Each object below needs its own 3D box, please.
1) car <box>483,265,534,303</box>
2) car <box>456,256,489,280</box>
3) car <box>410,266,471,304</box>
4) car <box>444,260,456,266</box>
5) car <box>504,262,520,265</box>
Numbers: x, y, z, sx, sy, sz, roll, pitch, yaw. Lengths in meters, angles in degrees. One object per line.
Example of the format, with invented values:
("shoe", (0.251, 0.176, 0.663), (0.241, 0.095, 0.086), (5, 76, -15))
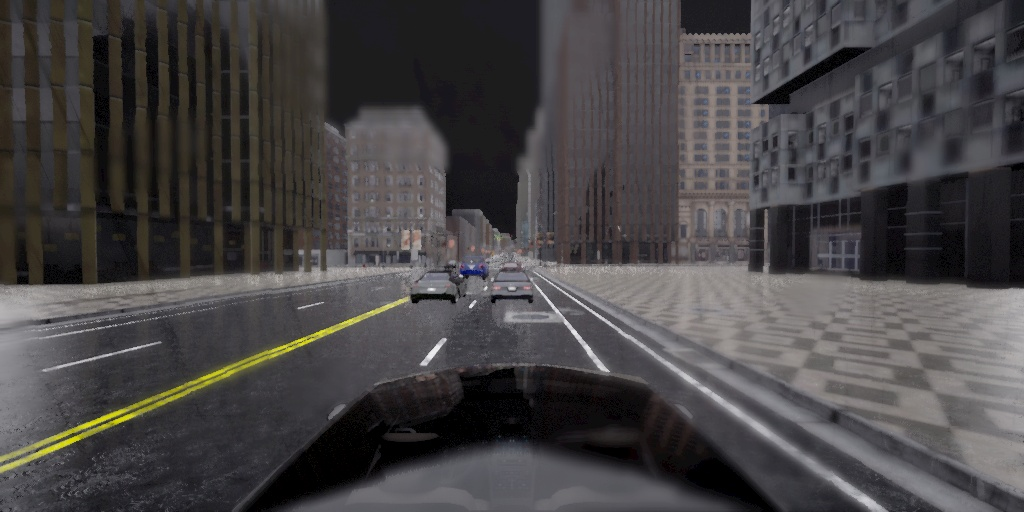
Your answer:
("car", (0.000, 1.319, 16.504), (2.033, 1.411, 5.357), (0, 0, 0))
("car", (-3.249, 1.042, 31.536), (2.150, 2.045, 5.566), (0, 0, 0))
("car", (-3.250, 1.328, 16.504), (1.994, 1.385, 4.181), (0, 0, 0))
("car", (-9.750, 1.371, 58.511), (1.882, 1.535, 5.008), (0, 0, 0))
("car", (0.001, 1.269, 31.507), (1.882, 1.535, 5.008), (0, 0, 0))
